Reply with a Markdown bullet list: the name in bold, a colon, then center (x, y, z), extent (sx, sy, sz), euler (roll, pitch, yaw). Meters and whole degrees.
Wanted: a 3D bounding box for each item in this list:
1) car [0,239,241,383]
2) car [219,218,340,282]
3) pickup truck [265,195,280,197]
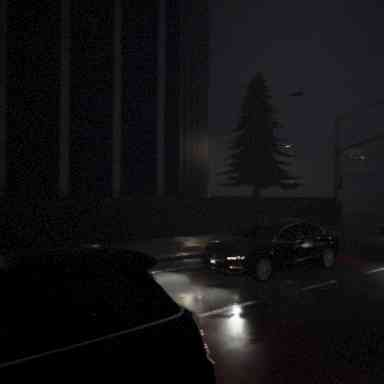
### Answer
- **car**: center (-2.049, 1.350, 2.523), extent (4.553, 1.767, 2.097), euler (1, 0, -35)
- **car**: center (2.527, 1.583, 10.073), extent (4.892, 1.490, 1.837), euler (1, 0, -35)
- **pickup truck**: center (16.886, 1.597, 69.391), extent (2.390, 2.098, 6.274), euler (0, 0, -6)
